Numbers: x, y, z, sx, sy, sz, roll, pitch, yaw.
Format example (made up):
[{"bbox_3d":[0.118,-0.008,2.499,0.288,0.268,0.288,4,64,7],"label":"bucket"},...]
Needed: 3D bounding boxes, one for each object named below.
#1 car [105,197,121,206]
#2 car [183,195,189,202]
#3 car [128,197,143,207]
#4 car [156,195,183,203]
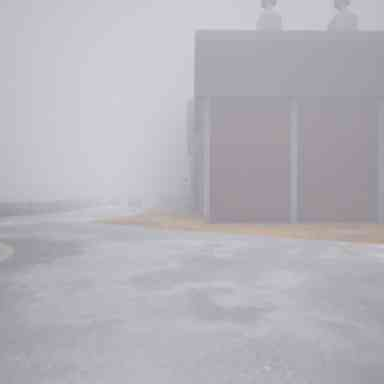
[{"bbox_3d":[-12.324,1.499,52.279,1.994,1.385,4.181,0,0,-3],"label":"car"},{"bbox_3d":[-2.035,1.437,75.702,1.837,1.490,4.892,0,0,-15],"label":"car"},{"bbox_3d":[-8.644,1.434,51.048,2.128,1.511,4.902,0,0,-3],"label":"car"},{"bbox_3d":[-4.746,1.486,66.457,2.033,1.411,5.357,0,0,40],"label":"car"}]
